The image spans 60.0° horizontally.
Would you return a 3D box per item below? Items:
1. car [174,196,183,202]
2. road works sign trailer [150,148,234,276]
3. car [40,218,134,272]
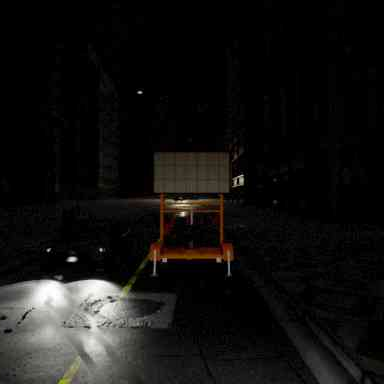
[{"bbox_3d":[-3.080,1.559,77.230,2.033,1.411,5.357,0,0,0],"label":"car"},{"bbox_3d":[-0.009,0.465,10.307,2.380,3.560,2.880,0,0,0],"label":"road works sign trailer"},{"bbox_3d":[-3.111,1.564,10.650,1.994,1.385,4.181,0,0,0],"label":"car"}]
